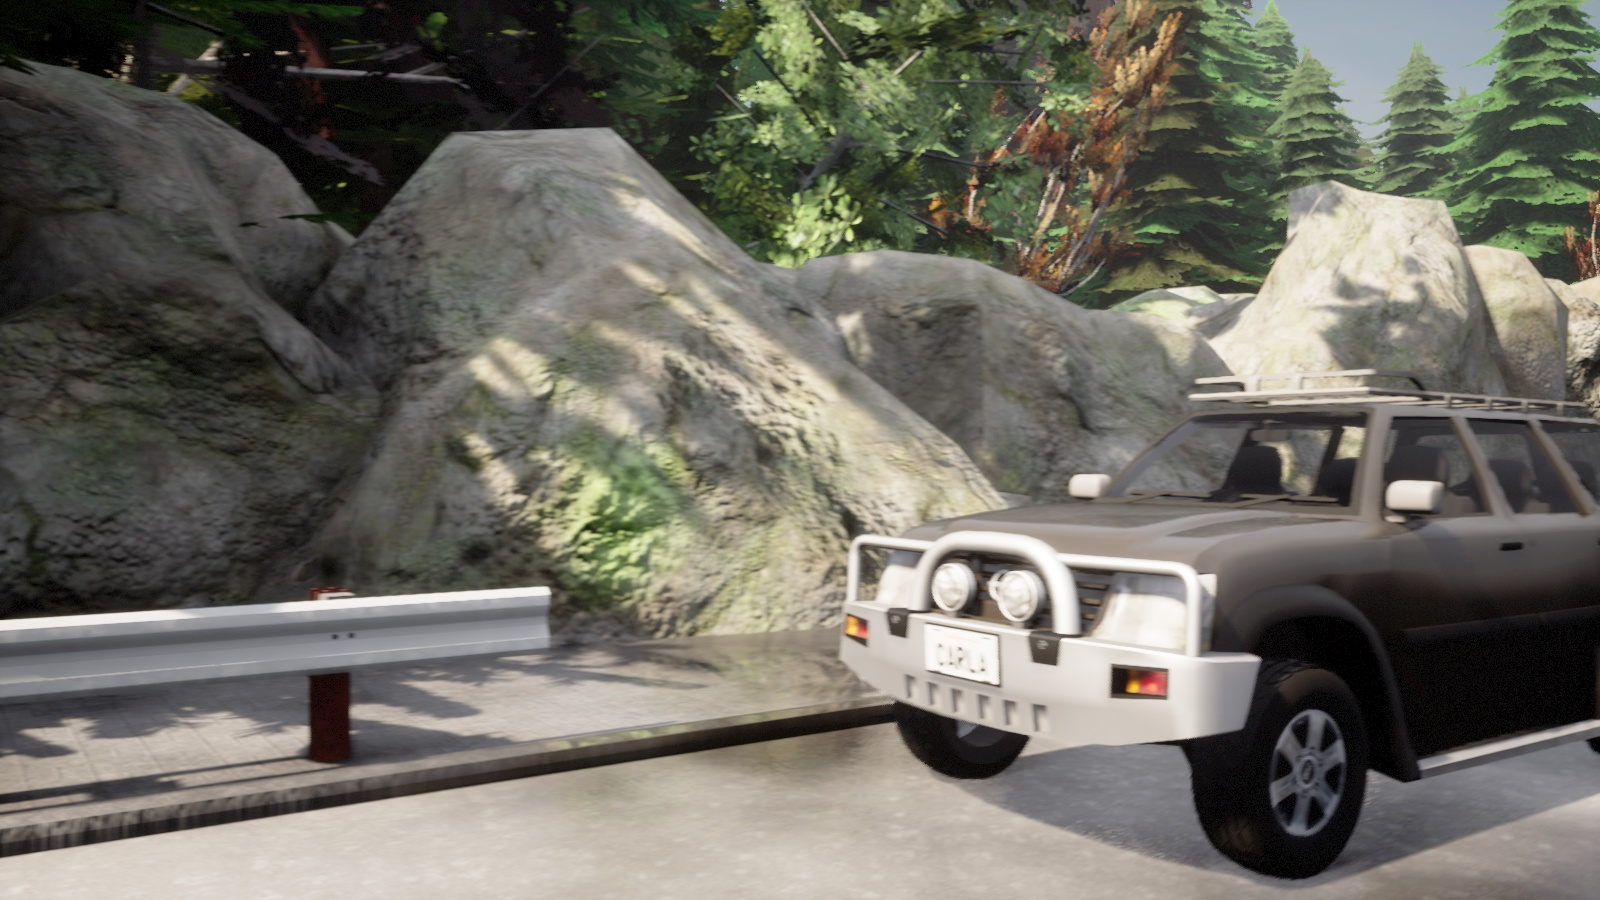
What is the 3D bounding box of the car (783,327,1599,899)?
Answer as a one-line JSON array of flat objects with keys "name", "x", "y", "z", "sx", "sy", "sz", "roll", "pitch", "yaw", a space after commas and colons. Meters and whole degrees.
[{"name": "car", "x": 2.374, "y": 0.580, "z": 5.911, "sx": 4.605, "sy": 1.855, "sz": 1.932, "roll": 1, "pitch": -1, "yaw": -35}]
